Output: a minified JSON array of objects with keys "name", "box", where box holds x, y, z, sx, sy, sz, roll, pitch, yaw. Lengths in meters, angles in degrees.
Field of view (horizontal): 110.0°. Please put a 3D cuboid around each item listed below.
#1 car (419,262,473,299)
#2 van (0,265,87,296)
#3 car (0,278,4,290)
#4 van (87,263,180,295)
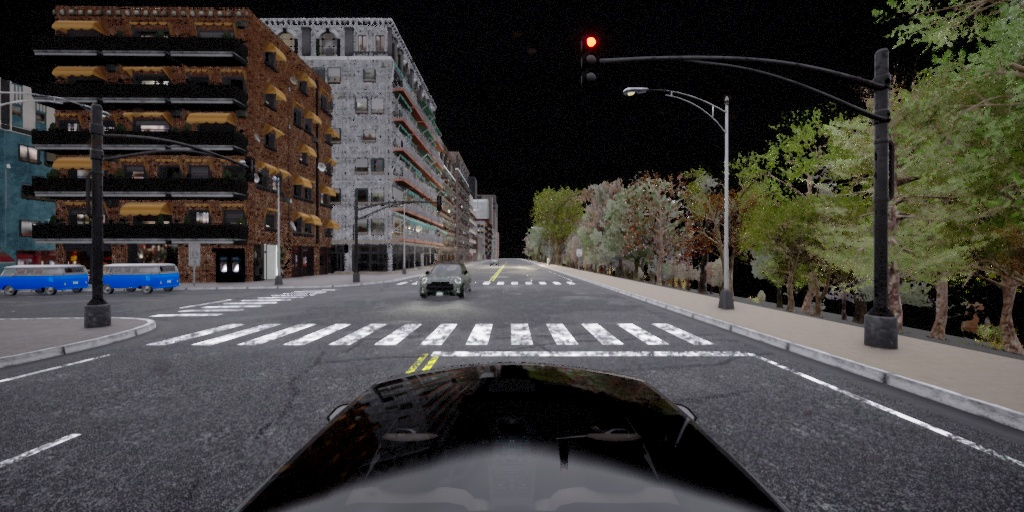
[{"name":"car","box":[-3.273,1.114,18.471,2.097,1.767,4.553,0,0,0]},{"name":"van","box":[-28.347,1.423,21.765,3.998,1.789,1.690,0,0,-1]},{"name":"car","box":[-22.648,1.623,13.503,4.207,1.307,1.802,0,0,-1]},{"name":"van","box":[-22.746,1.350,21.849,3.998,1.789,1.690,0,0,-1]}]
